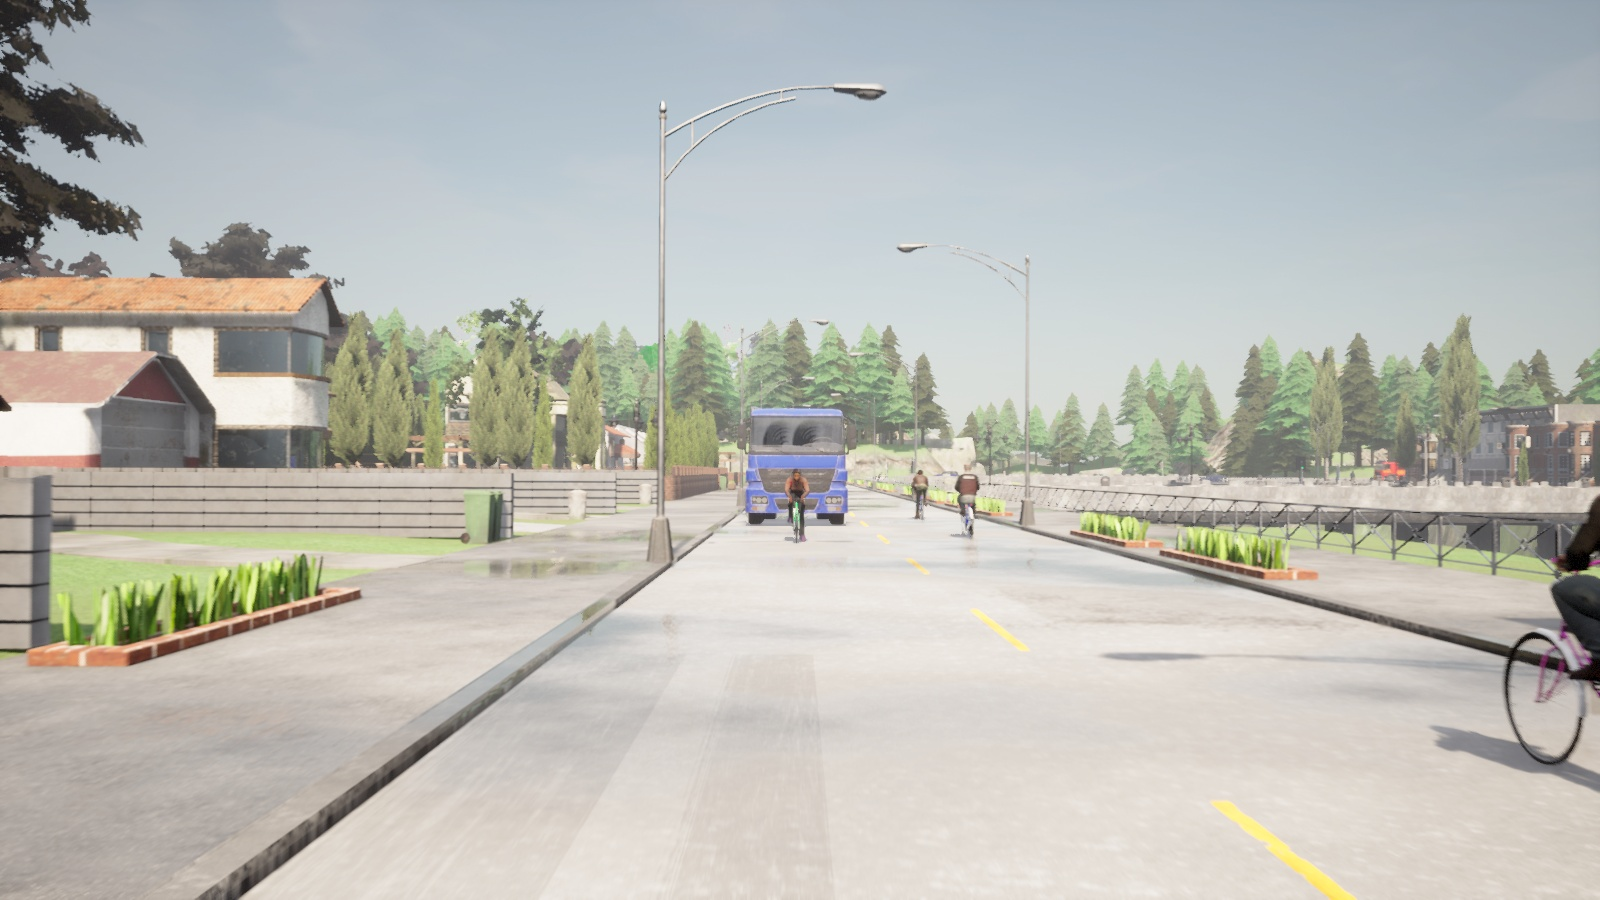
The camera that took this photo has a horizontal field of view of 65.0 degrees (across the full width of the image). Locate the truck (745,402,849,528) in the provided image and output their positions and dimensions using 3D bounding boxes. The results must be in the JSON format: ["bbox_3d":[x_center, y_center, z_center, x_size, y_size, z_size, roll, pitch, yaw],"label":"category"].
[{"bbox_3d":[-0.095,0.483,38.799,2.891,3.462,7.936,0,-1,0],"label":"truck"}]

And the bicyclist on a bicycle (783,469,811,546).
[{"bbox_3d":[-0.065,1.226,27.347,0.582,1.620,1.656,0,-1,0],"label":"bicyclist on a bicycle"}]

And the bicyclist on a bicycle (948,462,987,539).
[{"bbox_3d":[3.930,1.166,29.648,0.659,1.776,1.843,0,-1,0],"label":"bicyclist on a bicycle"}]

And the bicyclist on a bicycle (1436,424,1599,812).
[{"bbox_3d":[3.985,0.774,6.269,0.659,1.776,1.843,0,-1,0],"label":"bicyclist on a bicycle"}]
